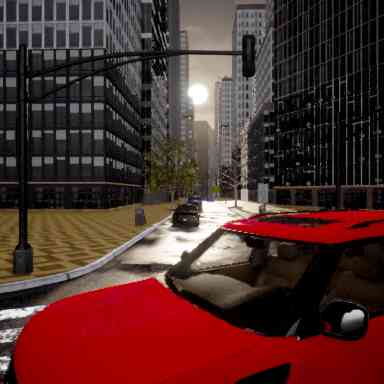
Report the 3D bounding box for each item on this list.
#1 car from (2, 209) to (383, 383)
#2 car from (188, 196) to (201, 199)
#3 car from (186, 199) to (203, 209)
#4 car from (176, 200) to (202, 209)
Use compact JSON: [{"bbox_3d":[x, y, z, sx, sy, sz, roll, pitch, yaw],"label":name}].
[{"bbox_3d":[1.161,1.251,3.380,5.566,2.045,2.150,0,-1,-27],"label":"car"},{"bbox_3d":[0.389,1.554,46.265,2.150,2.045,5.566,0,0,2],"label":"car"},{"bbox_3d":[-0.011,1.777,35.613,1.812,1.442,4.674,0,0,2],"label":"car"},{"bbox_3d":[-0.397,1.654,25.400,1.882,1.535,5.008,0,0,2],"label":"car"}]
